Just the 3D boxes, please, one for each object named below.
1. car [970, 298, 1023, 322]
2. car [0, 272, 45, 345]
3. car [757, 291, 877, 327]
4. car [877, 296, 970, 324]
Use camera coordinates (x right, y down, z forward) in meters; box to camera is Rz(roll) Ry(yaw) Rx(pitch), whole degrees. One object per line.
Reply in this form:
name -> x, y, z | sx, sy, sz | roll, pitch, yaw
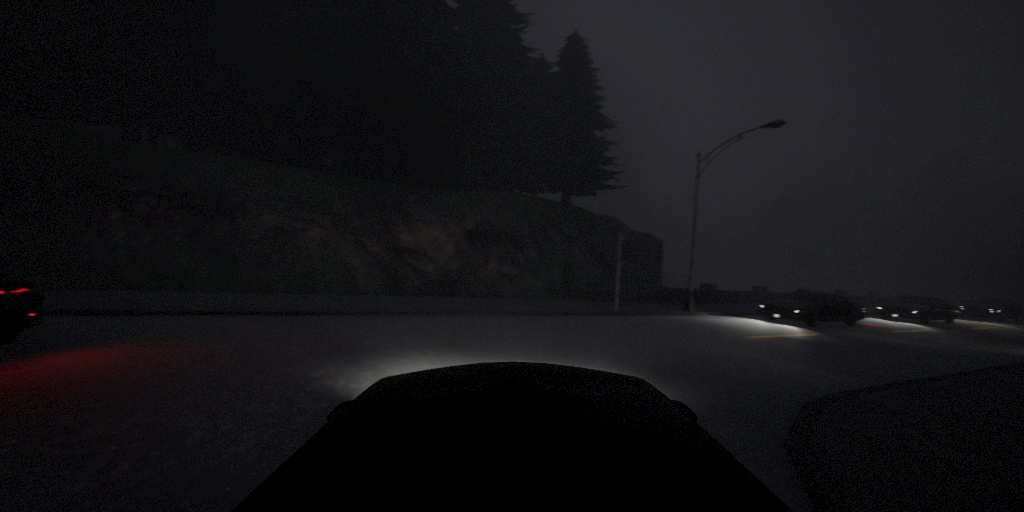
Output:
car -> 32.766, 3.604, 24.549 | 5.008, 1.535, 1.882 | 4, 0, -23
car -> -9.759, 0.597, 5.088 | 4.902, 1.511, 2.128 | 4, -1, 3
car -> 13.737, 2.326, 16.331 | 5.357, 1.411, 2.033 | 4, 0, -23
car -> 23.168, 2.994, 20.415 | 5.357, 1.411, 2.033 | 4, 0, -23
